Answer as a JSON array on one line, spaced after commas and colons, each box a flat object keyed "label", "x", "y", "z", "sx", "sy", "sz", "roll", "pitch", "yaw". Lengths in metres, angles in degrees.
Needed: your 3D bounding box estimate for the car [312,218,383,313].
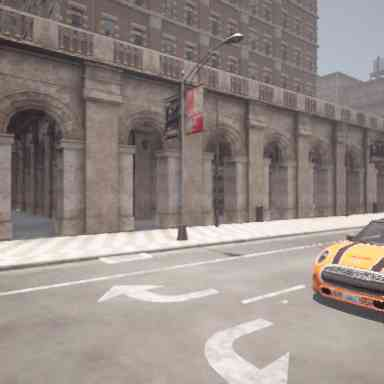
[{"label": "car", "x": 4.754, "y": 1.383, "z": 7.485, "sx": 4.553, "sy": 1.767, "sz": 2.097, "roll": 0, "pitch": 0, "yaw": -36}]
